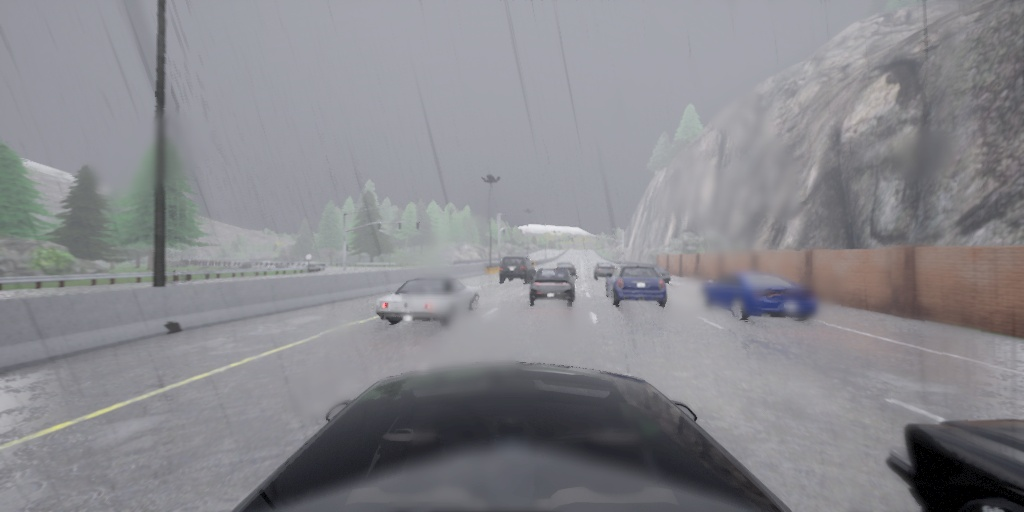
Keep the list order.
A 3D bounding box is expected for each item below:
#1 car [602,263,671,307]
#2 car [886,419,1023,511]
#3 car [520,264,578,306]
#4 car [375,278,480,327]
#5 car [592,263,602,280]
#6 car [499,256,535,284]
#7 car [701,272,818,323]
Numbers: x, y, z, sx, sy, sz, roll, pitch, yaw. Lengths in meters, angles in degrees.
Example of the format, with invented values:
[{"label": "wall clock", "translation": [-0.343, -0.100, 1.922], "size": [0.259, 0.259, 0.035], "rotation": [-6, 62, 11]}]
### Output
[{"label": "car", "translation": [5.479, 1.181, 16.341], "size": [2.097, 1.767, 4.553], "rotation": [0, 0, 10]}, {"label": "car", "translation": [3.667, 1.371, 0.403], "size": [1.895, 1.301, 4.718], "rotation": [0, 0, -1]}, {"label": "car", "translation": [1.880, 1.298, 16.116], "size": [2.128, 1.511, 4.902], "rotation": [0, 0, 10]}, {"label": "car", "translation": [-2.416, 1.365, 11.684], "size": [1.895, 1.301, 4.718], "rotation": [0, 0, 8]}, {"label": "car", "translation": [8.543, 1.393, 33.405], "size": [2.128, 1.511, 4.902], "rotation": [0, 0, 10]}, {"label": "car", "translation": [0.466, 1.054, 28.152], "size": [2.150, 2.045, 5.566], "rotation": [0, 0, 10]}, {"label": "car", "translation": [8.396, 1.316, 12.744], "size": [1.882, 1.535, 5.008], "rotation": [0, 0, 9]}]
